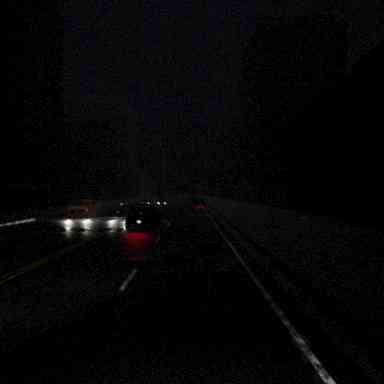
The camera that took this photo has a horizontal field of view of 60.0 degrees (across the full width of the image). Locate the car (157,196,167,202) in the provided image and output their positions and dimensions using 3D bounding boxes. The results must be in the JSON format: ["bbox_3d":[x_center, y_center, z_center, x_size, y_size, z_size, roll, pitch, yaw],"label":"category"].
[{"bbox_3d":[-6.496,1.477,73.058,2.033,1.411,5.357,0,0,0],"label":"car"}]

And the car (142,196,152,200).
[{"bbox_3d":[-9.746,1.524,71.866,2.128,1.511,4.902,0,0,0],"label":"car"}]

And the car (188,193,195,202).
[{"bbox_3d":[0.005,1.412,74.094,2.033,1.411,5.357,0,0,0],"label":"car"}]

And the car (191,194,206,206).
[{"bbox_3d":[1.141,1.514,54.363,1.837,1.490,4.892,0,0,0],"label":"car"}]

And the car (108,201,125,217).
[{"bbox_3d":[-6.596,1.566,31.565,1.994,1.385,4.181,0,0,0],"label":"car"}]

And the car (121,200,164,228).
[{"bbox_3d":[-3.151,1.505,22.150,1.837,1.490,4.892,0,0,0],"label":"car"}]

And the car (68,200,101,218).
[{"bbox_3d":[-9.846,1.479,30.791,1.882,1.535,5.008,0,0,0],"label":"car"}]
